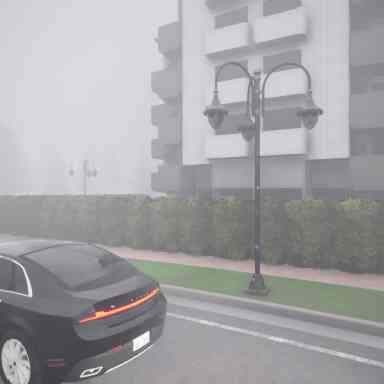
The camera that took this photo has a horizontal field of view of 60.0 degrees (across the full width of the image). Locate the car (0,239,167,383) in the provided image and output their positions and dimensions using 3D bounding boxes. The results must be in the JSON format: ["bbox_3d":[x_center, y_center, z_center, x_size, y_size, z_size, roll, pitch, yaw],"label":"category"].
[{"bbox_3d":[-2.681,1.505,5.149,4.892,1.490,1.837,0,0,31],"label":"car"}]
